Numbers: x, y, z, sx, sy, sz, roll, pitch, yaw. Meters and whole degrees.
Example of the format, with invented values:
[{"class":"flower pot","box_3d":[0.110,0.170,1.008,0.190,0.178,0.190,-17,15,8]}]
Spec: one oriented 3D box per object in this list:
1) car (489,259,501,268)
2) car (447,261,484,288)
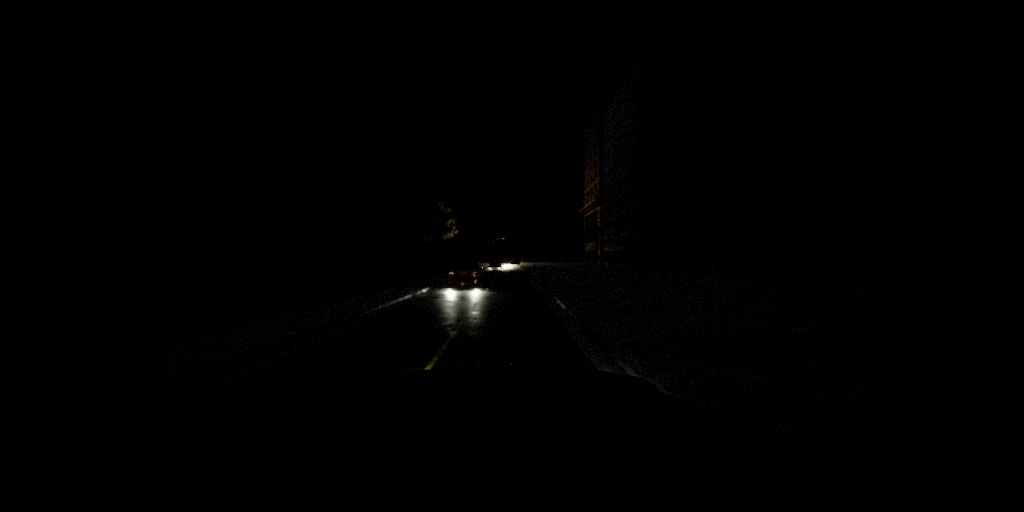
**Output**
[{"class":"car","box_3d":[-3.025,1.299,65.362,2.097,1.767,4.553,0,0,0]},{"class":"car","box_3d":[-3.100,1.161,24.641,2.097,1.767,4.553,0,0,0]}]
